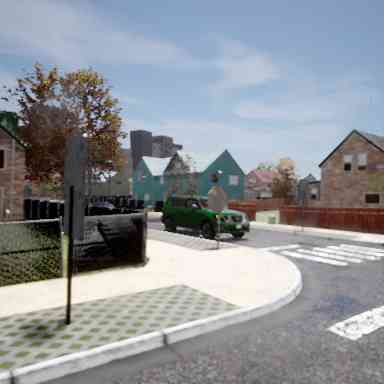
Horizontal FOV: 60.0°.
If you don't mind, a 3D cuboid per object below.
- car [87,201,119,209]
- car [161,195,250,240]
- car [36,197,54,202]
[{"bbox_3d":[-7.728,1.494,28.413,2.033,1.411,5.357,2,-1,-37],"label":"car"},{"bbox_3d":[0.514,1.225,17.362,2.150,2.045,5.566,2,-1,-36],"label":"car"},{"bbox_3d":[-20.030,1.417,45.056,2.033,1.411,5.357,2,-1,-36],"label":"car"}]
